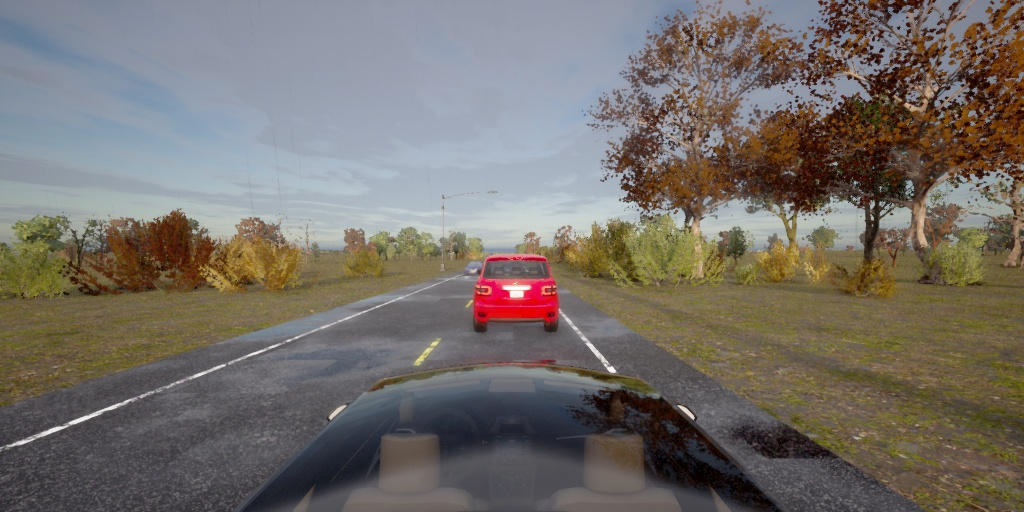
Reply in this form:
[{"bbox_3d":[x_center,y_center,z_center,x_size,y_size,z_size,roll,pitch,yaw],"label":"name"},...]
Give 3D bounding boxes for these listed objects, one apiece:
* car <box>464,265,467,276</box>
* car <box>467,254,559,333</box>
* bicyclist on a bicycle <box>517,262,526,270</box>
[{"bbox_3d":[-3.736,1.263,36.611,1.812,1.442,4.674,0,0,0],"label":"car"},{"bbox_3d":[0.083,0.968,10.925,2.150,2.045,5.566,0,0,-1],"label":"car"},{"bbox_3d":[0.874,1.110,30.104,0.659,1.776,1.843,0,0,0],"label":"bicyclist on a bicycle"}]
